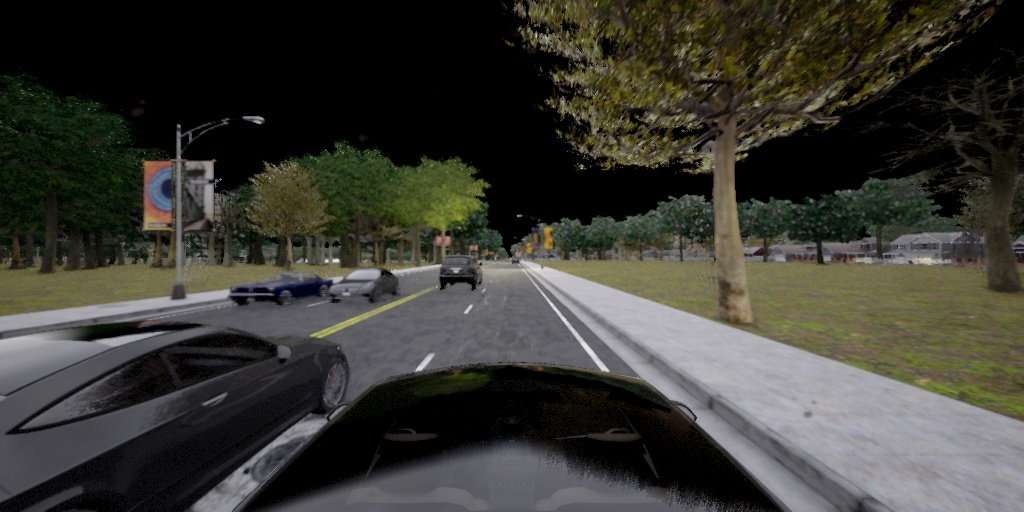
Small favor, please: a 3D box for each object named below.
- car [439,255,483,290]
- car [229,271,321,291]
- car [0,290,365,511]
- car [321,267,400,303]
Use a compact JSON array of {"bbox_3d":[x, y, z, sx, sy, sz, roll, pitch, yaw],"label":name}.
[{"bbox_3d":[-3.145,0.964,22.834,2.150,2.045,5.566,0,0,0],"label":"car"},{"bbox_3d":[-9.847,1.345,15.736,1.895,1.301,4.718,0,0,0],"label":"car"},{"bbox_3d":[-3.149,1.275,3.032,1.812,1.442,4.674,0,0,0],"label":"car"},{"bbox_3d":[-6.596,1.270,16.609,1.812,1.442,4.674,0,0,0],"label":"car"}]
